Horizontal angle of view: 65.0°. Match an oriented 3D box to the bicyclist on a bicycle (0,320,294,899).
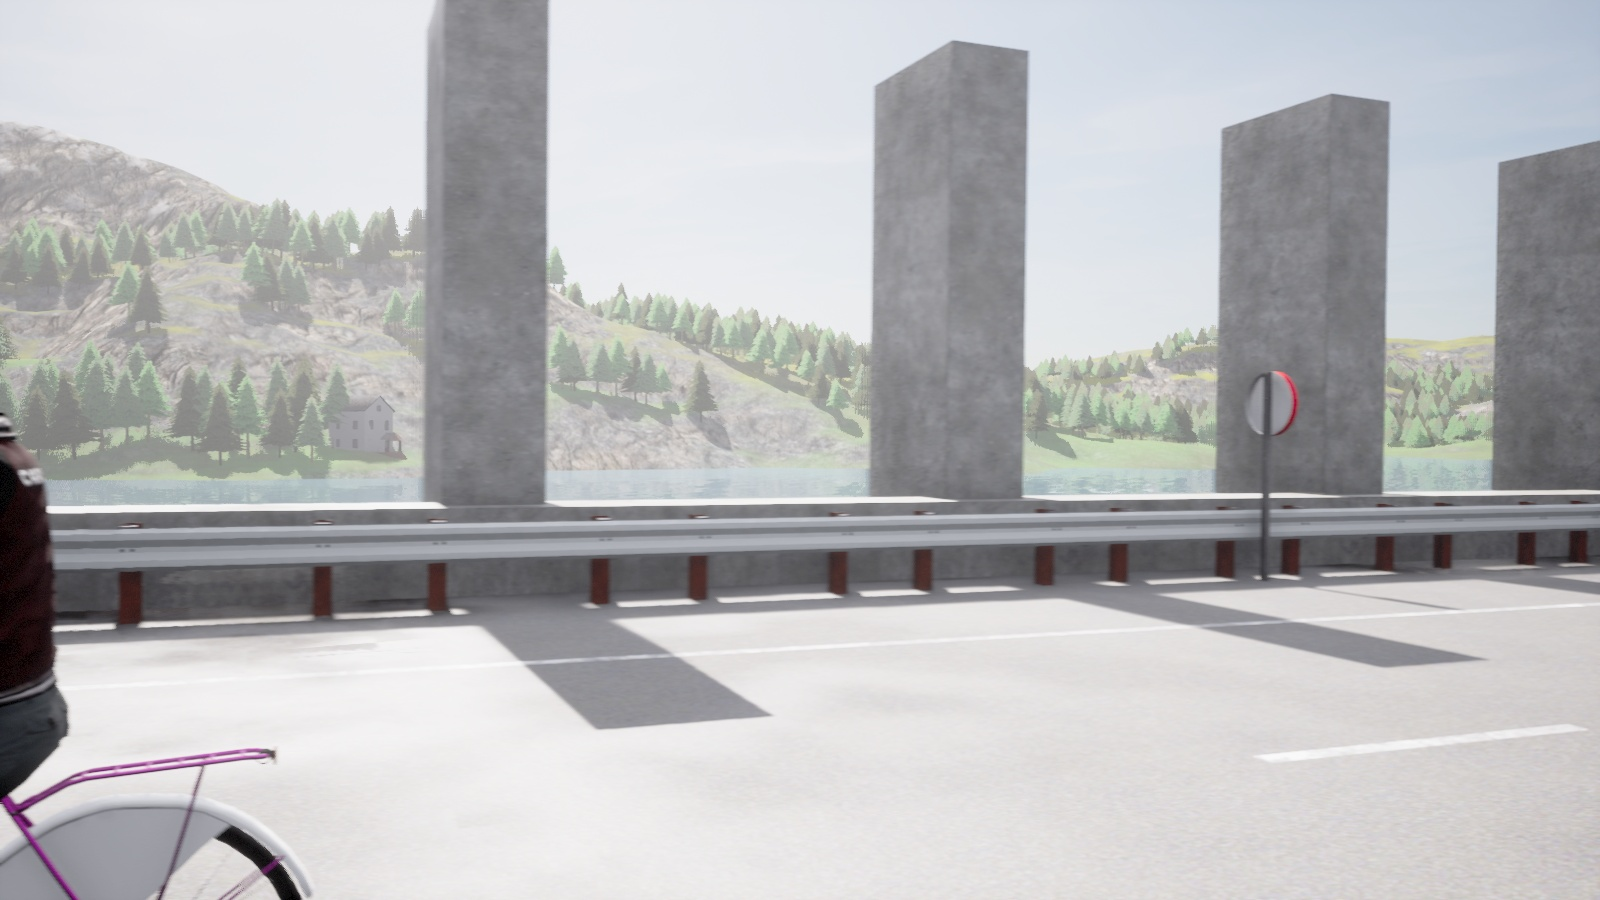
[{"bbox_3d":[-2.005,0.650,2.476,1.843,1.776,0.659,-1,1,-21],"label":"bicyclist on a bicycle"}]
